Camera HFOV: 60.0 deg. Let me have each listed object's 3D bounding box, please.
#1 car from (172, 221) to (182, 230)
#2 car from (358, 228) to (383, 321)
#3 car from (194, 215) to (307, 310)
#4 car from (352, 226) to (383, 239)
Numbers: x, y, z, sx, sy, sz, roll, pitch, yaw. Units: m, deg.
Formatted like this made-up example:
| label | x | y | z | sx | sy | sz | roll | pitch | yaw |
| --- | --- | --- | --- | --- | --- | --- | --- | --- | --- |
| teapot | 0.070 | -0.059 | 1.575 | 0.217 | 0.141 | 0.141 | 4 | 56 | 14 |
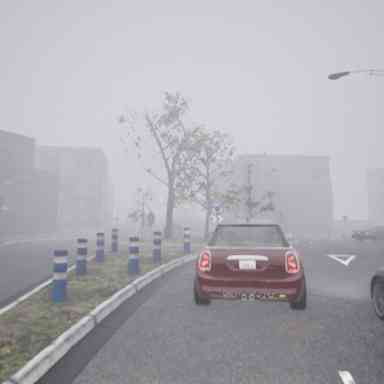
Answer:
| label | x | y | z | sx | sy | sz | roll | pitch | yaw |
| --- | --- | --- | --- | --- | --- | --- | --- | --- | --- |
| car | -2.974 | 6.074 | 61.029 | 1.837 | 1.490 | 4.892 | 1 | 0 | -10 |
| car | 3.918 | 1.482 | 4.083 | 1.812 | 1.442 | 4.674 | -1 | 1 | 7 |
| car | 1.408 | 1.388 | 8.089 | 2.097 | 1.767 | 4.553 | -1 | -2 | 11 |
| car | 16.735 | 3.737 | 29.626 | 5.357 | 1.411 | 2.033 | 4 | -7 | -24 |
